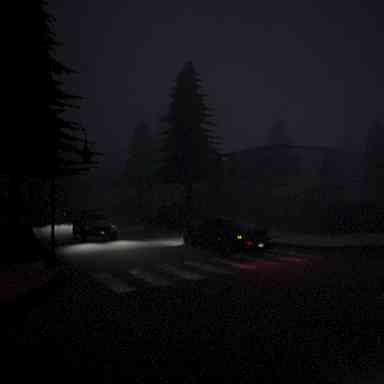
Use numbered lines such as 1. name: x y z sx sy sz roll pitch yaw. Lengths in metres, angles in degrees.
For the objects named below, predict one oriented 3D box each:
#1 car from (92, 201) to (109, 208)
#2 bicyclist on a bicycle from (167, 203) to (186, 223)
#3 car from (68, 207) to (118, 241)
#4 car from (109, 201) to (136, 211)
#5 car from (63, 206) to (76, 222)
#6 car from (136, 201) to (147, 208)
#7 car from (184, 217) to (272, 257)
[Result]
1. car: -14.010 2.108 51.364 2.128 1.511 4.902 0 -1 1
2. bicyclist on a bicycle: -1.208 1.660 26.244 1.656 1.620 0.582 0 0 -26
3. car: -5.727 1.860 19.315 1.812 1.442 4.674 0 0 -28
4. car: -10.305 2.129 49.698 2.033 1.411 5.357 0 0 0
5. car: -11.106 2.054 31.493 1.895 1.301 4.718 0 0 -16
6. car: -9.623 2.219 60.114 1.994 1.385 4.181 0 0 12
7. car: 1.392 1.788 14.264 1.812 1.442 4.674 0 -1 -30
